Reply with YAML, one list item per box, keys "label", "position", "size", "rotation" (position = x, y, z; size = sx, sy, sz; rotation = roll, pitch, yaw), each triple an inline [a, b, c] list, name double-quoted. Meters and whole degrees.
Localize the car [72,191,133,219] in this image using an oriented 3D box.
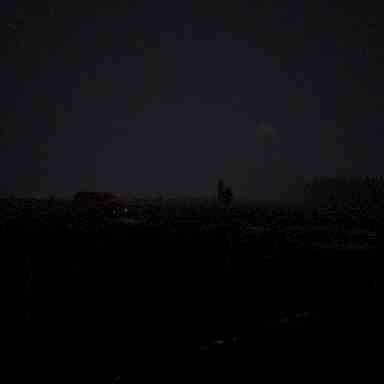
- label: "car"
  position: [-7.243, 0.988, 26.557]
  size: [5.566, 2.045, 2.150]
  rotation: [1, 1, 34]
